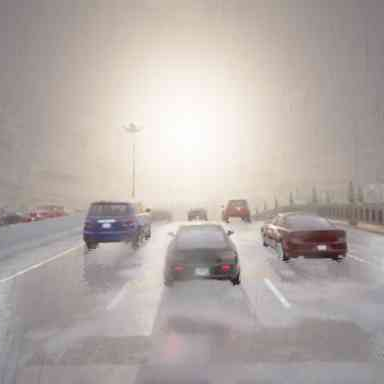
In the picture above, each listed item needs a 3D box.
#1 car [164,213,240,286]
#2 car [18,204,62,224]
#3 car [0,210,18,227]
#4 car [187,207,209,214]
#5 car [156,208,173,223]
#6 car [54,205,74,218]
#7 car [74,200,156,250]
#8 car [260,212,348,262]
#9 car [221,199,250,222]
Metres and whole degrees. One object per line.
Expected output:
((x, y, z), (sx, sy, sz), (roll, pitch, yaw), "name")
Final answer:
((0.250, 1.567, 9.496), (1.812, 1.442, 4.674), (-1, 0, 1), "car")
((-13.657, 2.130, 31.400), (2.150, 2.045, 5.566), (-1, -4, 1), "car")
((-17.170, 2.397, 30.280), (2.128, 1.511, 4.902), (-1, -4, 1), "car")
((0.528, 2.201, 32.355), (1.837, 1.490, 4.892), (-1, -4, 1), "car")
((-2.956, 2.341, 33.630), (1.882, 1.535, 5.008), (-1, -4, 1), "car")
((-10.172, 2.254, 30.202), (2.128, 1.511, 4.902), (-1, -4, 1), "car")
((-3.189, 1.361, 15.217), (2.150, 2.045, 5.566), (-1, 0, 1), "car")
((3.778, 1.459, 12.073), (1.882, 1.535, 5.008), (-1, 0, 1), "car")
((4.004, 1.753, 30.970), (2.150, 2.045, 5.566), (-1, -4, 1), "car")
